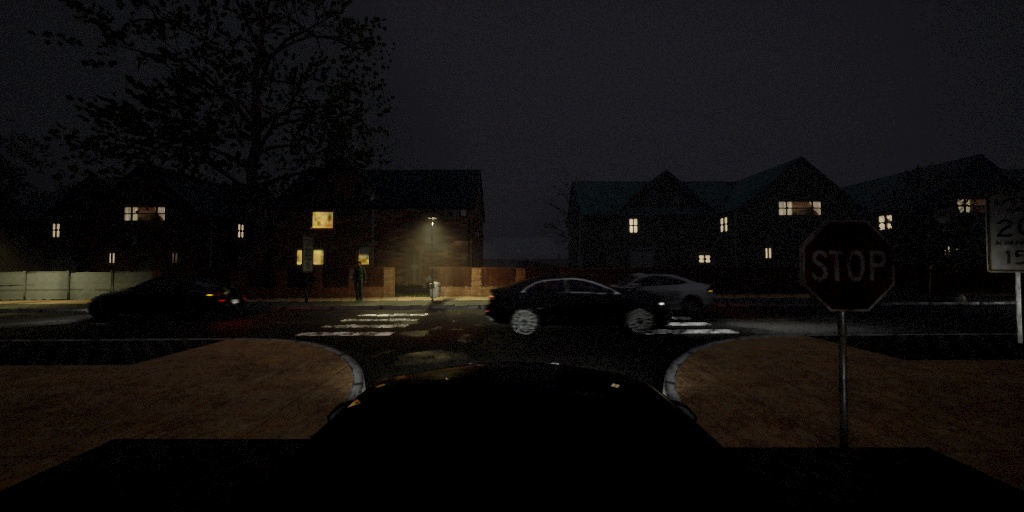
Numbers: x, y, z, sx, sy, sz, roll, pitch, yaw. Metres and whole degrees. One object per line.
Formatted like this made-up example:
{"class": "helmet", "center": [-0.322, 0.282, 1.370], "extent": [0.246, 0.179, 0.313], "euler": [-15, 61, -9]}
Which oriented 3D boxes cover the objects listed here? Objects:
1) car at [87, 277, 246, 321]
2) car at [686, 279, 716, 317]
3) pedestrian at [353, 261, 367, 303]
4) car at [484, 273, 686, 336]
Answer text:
{"class": "car", "center": [-12.242, 1.481, 12.914], "extent": [4.674, 1.442, 1.812], "euler": [-1, -1, 1]}
{"class": "car", "center": [4.675, 1.318, 12.732], "extent": [4.674, 1.442, 1.812], "euler": [0, -1, 1]}
{"class": "pedestrian", "center": [-6.731, 1.114, 15.769], "extent": [0.375, 1.860, 0.375], "euler": [0, -1, 1]}
{"class": "car", "center": [1.704, 1.254, 9.793], "extent": [4.902, 1.511, 2.128], "euler": [-1, -1, 1]}
